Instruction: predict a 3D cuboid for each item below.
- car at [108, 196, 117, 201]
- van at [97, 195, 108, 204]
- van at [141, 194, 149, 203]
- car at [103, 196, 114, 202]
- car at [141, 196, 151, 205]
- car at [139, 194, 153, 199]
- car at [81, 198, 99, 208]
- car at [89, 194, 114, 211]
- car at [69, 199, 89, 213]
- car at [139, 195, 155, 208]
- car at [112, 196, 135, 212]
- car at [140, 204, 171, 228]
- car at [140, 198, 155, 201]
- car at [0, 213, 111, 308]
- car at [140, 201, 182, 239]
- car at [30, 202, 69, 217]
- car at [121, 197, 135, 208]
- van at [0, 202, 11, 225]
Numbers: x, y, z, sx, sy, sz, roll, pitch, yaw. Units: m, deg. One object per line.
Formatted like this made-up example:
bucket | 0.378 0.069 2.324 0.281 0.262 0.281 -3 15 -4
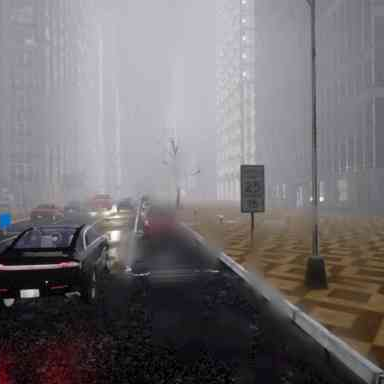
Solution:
car | -21.239 1.683 89.097 2.008 1.369 4.403 0 0 -9
van | -17.803 1.447 66.602 1.690 1.788 3.998 0 0 -9
van | -10.374 1.405 73.471 1.690 1.788 3.998 0 0 -9
car | -19.521 1.685 77.850 1.947 1.339 4.313 0 0 -9
car | -8.683 1.577 62.391 1.752 1.417 4.829 0 0 -9
car | -6.080 1.349 45.352 2.192 1.841 5.009 0 0 -9
car | -15.227 1.654 49.730 1.947 1.339 4.313 0 0 -9
car | -11.385 1.286 42.335 2.150 2.045 5.566 0 0 -9
car | -13.510 1.642 38.481 1.947 1.339 4.313 0 0 -9
car | -6.939 1.354 50.976 2.192 1.841 5.009 0 0 -9
car | -7.799 1.534 39.118 2.128 1.511 4.902 0 0 -8
car | -2.581 1.576 22.868 1.947 1.339 4.313 0 0 -9
car | -4.364 1.604 34.104 1.802 1.307 4.206 0 0 -9
car | -3.108 1.503 8.018 2.128 1.511 4.902 0 0 -9
car | -1.667 1.444 17.253 1.967 1.590 4.097 0 0 -9
car | -11.802 1.610 27.235 1.887 1.381 4.507 0 0 -9
car | -9.382 1.531 49.188 1.882 1.535 5.008 0 0 -8
van | -10.194 1.395 15.971 1.690 1.788 3.998 0 0 -9
